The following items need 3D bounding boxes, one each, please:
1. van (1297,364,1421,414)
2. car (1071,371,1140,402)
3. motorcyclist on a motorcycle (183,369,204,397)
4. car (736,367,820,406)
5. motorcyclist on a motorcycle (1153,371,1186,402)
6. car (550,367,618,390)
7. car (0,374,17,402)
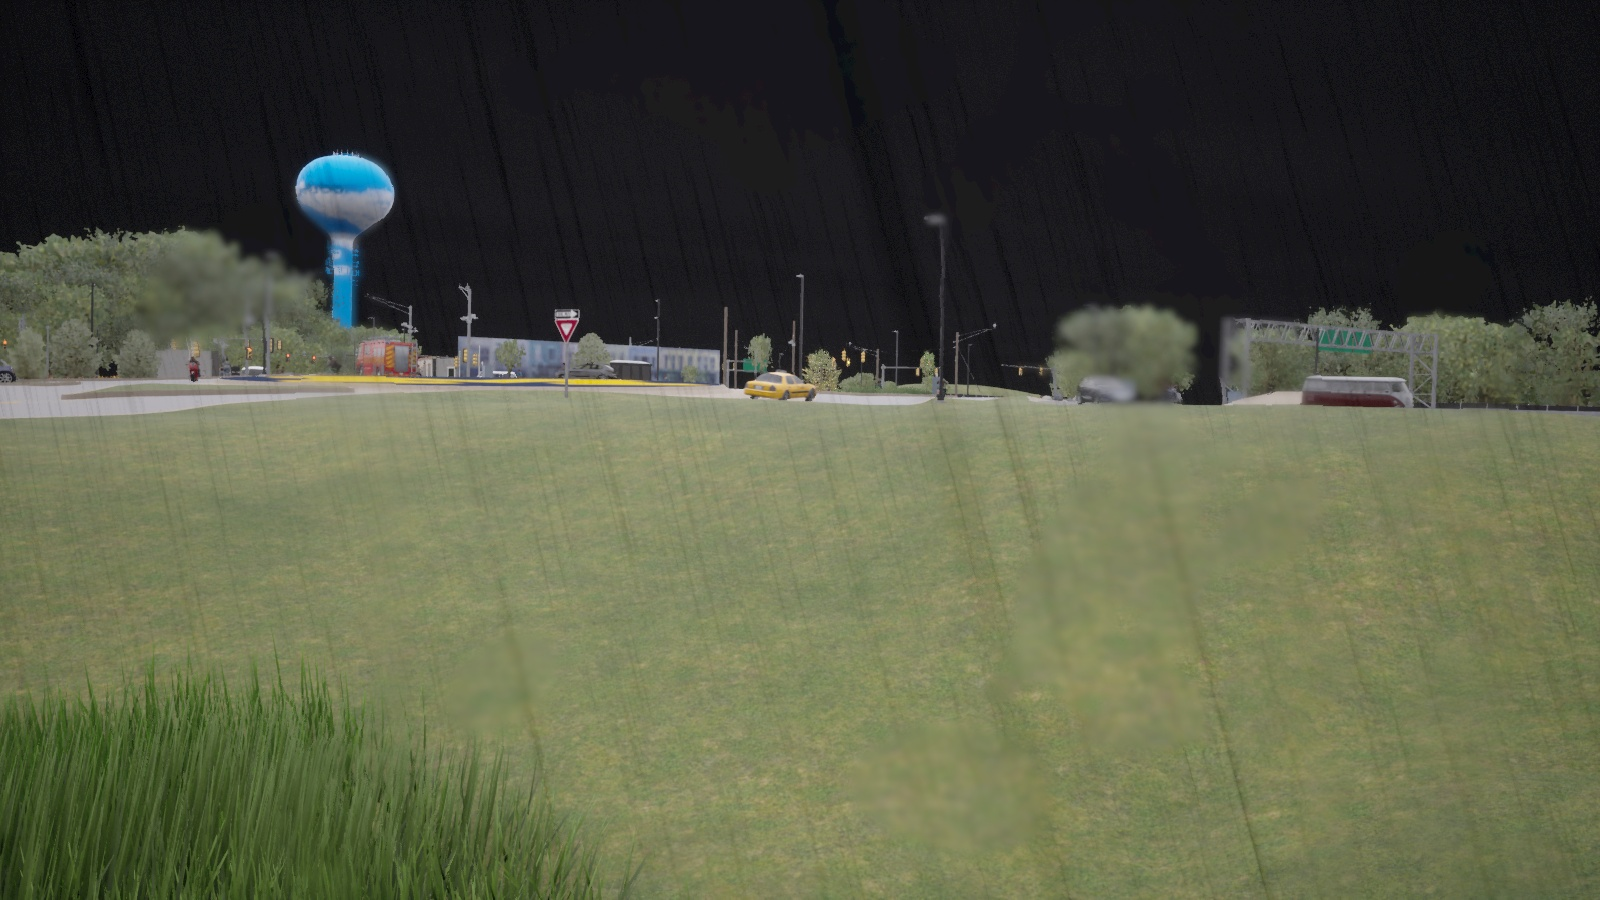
[{"bbox_3d":[23.384,-2.588,52.713,1.775,1.987,4.442,-4,5,-35],"label":"van"},{"bbox_3d":[16.625,-3.506,68.583,2.033,1.649,4.856,-1,4,-8],"label":"car"},{"bbox_3d":[-35.067,-3.906,72.589,0.797,1.523,2.044,-3,6,-19],"label":"motorcyclist on a motorcycle"},{"bbox_3d":[-1.030,-3.153,61.780,1.801,1.575,5.366,7,8,25],"label":"car"},{"bbox_3d":[20.176,-3.483,68.617,0.766,1.649,2.350,1,3,-9],"label":"motorcyclist on a motorcycle"},{"bbox_3d":[-14.710,-4.885,85.600,4.193,1.474,1.816,0,1,10],"label":"car"},{"bbox_3d":[-45.624,-3.348,69.398,3.806,1.475,1.970,-5,4,-36],"label":"car"}]
